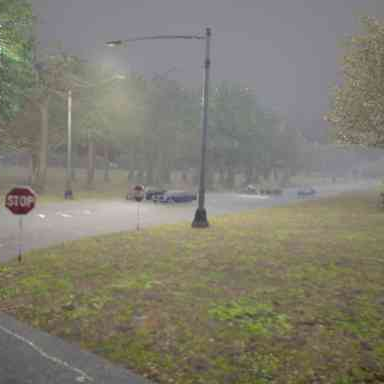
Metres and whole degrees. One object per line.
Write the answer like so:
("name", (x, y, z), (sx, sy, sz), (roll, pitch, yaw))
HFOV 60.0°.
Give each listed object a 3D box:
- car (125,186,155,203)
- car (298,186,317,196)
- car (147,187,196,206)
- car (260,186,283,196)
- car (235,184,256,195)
("car", (-4.458, 0.149, 33.186), (1.882, 1.535, 5.008), (5, 4, 35))
("car", (18.489, -0.179, 53.309), (2.033, 1.411, 5.357), (4, 4, 33))
("car", (-1.666, 0.505, 31.101), (1.895, 1.301, 4.718), (5, 4, 35))
("car", (11.890, -0.156, 49.923), (1.895, 1.301, 4.718), (5, 4, 36))
("car", (8.294, -0.426, 50.913), (1.812, 1.442, 4.674), (5, 4, 36))
